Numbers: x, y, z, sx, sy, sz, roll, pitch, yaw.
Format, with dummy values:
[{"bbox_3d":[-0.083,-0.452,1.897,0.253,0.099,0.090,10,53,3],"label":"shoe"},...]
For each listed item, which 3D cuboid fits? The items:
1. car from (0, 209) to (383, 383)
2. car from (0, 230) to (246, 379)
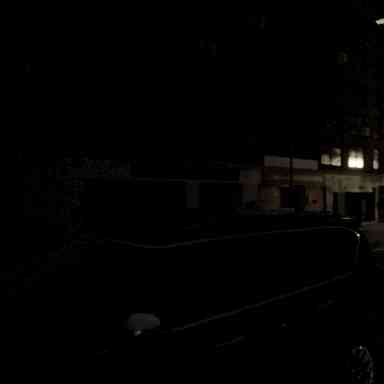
[{"bbox_3d":[-0.254,1.234,3.198,5.566,2.045,2.150,1,0,-36],"label":"car"},{"bbox_3d":[-1.366,1.563,5.791,4.507,1.381,1.887,1,0,-36],"label":"car"}]
